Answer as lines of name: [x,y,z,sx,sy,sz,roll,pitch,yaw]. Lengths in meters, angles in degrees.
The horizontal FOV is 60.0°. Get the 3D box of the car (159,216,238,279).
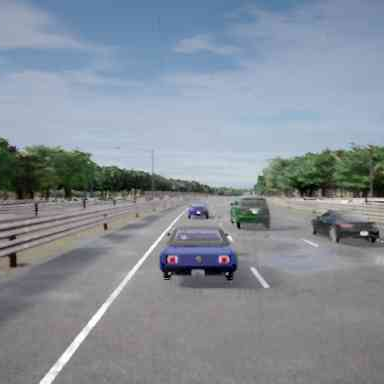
car: [0.177,1.642,10.109,1.895,1.301,4.718,0,0,1]

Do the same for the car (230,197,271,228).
car: [3.897,1.319,22.946,2.150,2.045,5.566,0,0,1]

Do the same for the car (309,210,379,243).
car: [7.268,1.594,16.274,1.812,1.442,4.674,0,0,1]

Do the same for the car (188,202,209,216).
car: [0.627,1.656,31.526,1.812,1.442,4.674,0,0,2]
